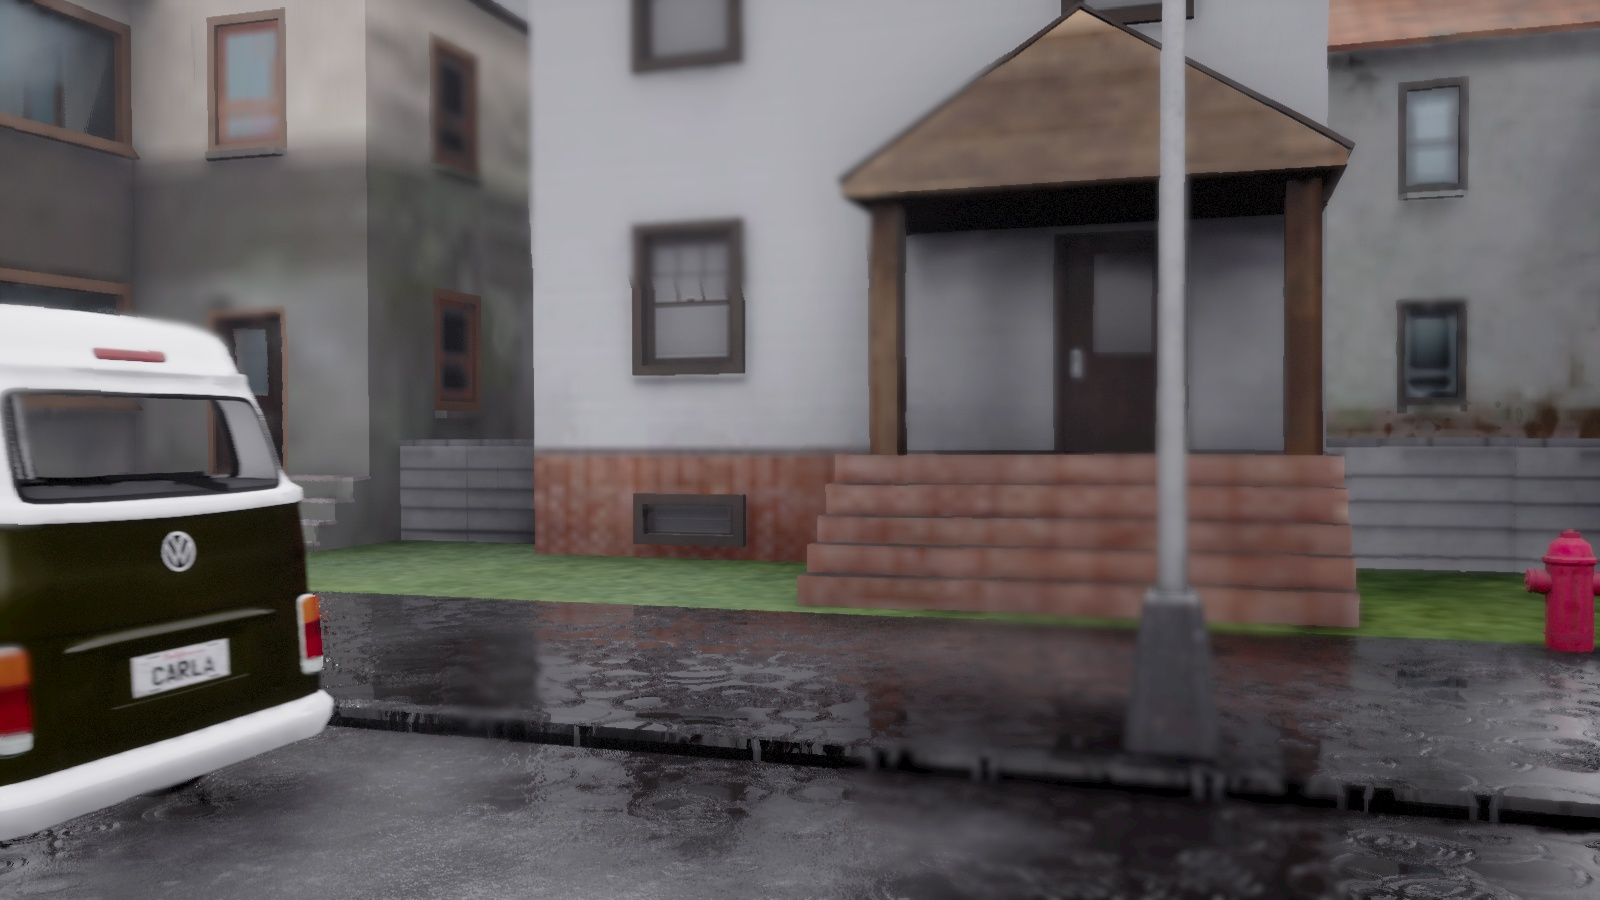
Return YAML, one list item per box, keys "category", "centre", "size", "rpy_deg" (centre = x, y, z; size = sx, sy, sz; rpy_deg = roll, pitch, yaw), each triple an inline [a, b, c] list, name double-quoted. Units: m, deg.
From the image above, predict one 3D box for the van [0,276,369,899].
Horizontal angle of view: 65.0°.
- category: "van"
  centre: [-4.313, 0.455, 5.116]
  size: [4.480, 2.038, 2.069]
  rpy_deg: [1, 1, 18]
